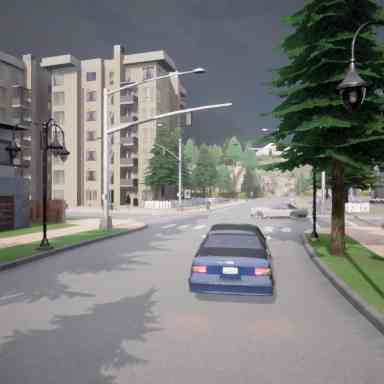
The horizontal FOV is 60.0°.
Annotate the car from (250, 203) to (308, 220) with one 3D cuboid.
[{"bbox_3d":[7.315,1.620,28.204,4.718,1.301,1.895,0,0,19],"label":"car"}]

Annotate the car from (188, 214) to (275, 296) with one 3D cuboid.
[{"bbox_3d":[1.137,1.547,8.833,2.033,1.411,5.357,0,0,9],"label":"car"}]
